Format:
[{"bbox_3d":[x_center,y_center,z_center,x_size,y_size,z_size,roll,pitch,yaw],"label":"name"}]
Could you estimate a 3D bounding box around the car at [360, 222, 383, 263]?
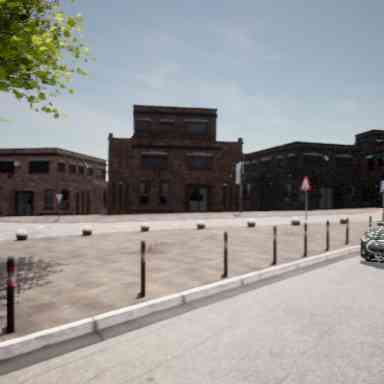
[{"bbox_3d":[7.595,1.443,11.217,4.553,1.767,2.097,1,-1,-39],"label":"car"}]
